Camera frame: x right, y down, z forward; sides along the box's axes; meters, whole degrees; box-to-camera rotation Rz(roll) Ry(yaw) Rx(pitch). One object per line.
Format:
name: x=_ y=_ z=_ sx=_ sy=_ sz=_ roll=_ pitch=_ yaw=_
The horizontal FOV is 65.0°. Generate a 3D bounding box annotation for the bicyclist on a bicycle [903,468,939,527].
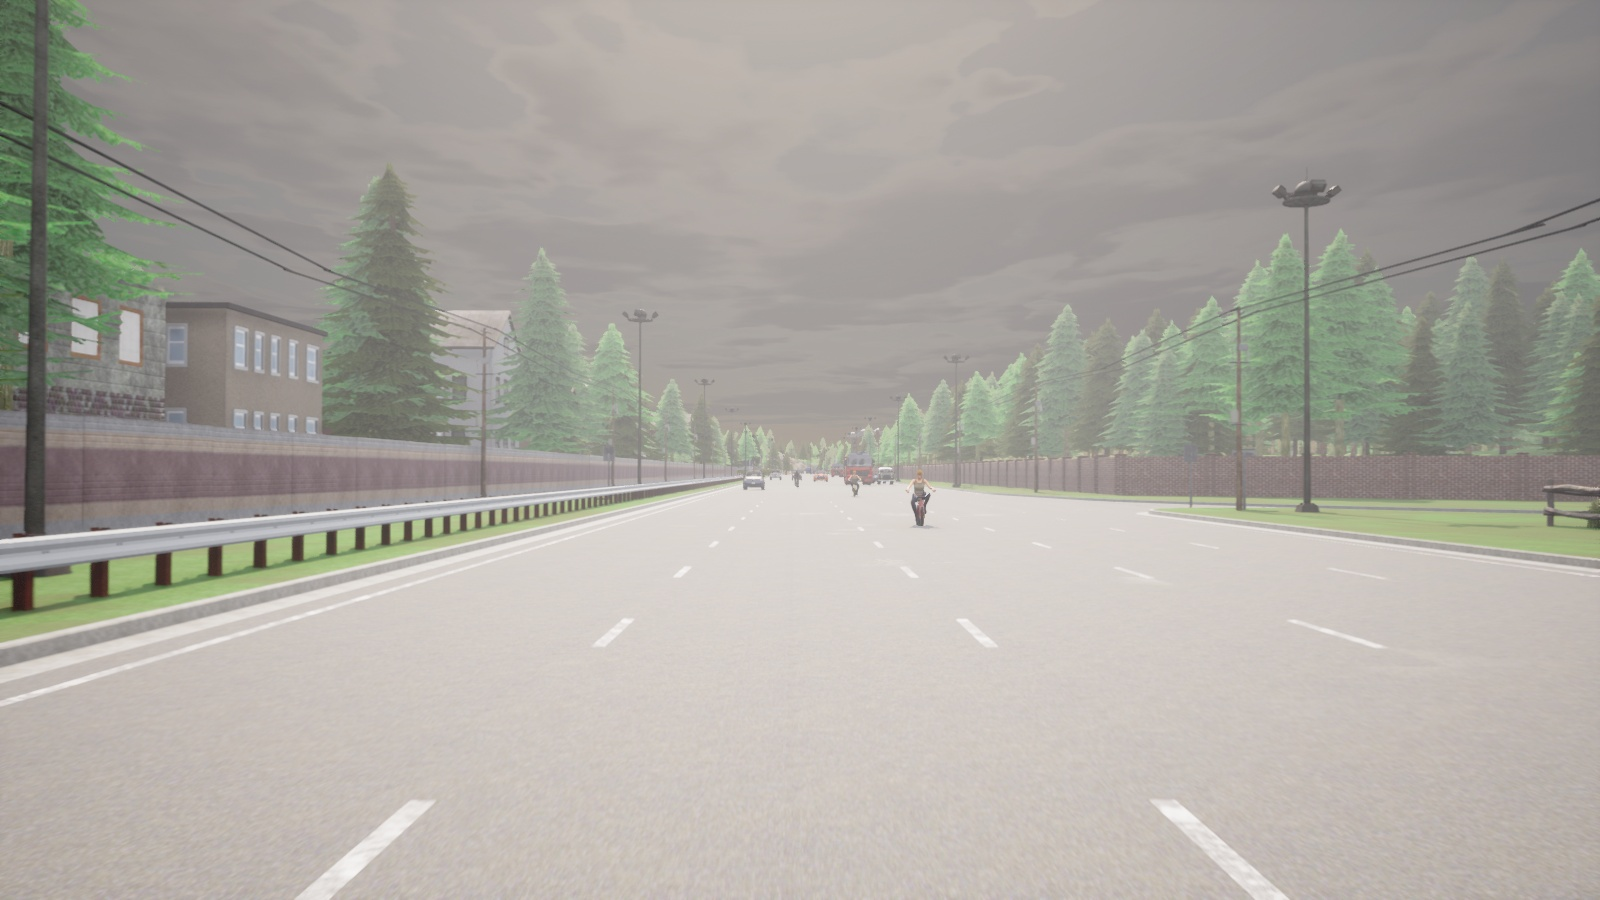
bicyclist on a bicycle: x=3.410 y=1.333 z=35.567 sx=0.866 sy=1.612 sz=1.509 roll=0 pitch=-1 yaw=0
